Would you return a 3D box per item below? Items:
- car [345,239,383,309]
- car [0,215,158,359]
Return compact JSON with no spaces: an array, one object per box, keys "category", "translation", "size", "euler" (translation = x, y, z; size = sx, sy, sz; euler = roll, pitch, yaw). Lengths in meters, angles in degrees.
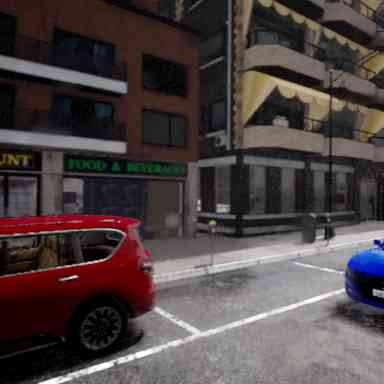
[{"category":"car","translation":[5.255,1.460,7.116],"size":[5.008,1.535,1.882],"euler":[0,0,-35]},{"category":"car","translation":[-2.864,1.315,4.498],"size":[5.009,1.841,2.192],"euler":[0,1,-35]}]
